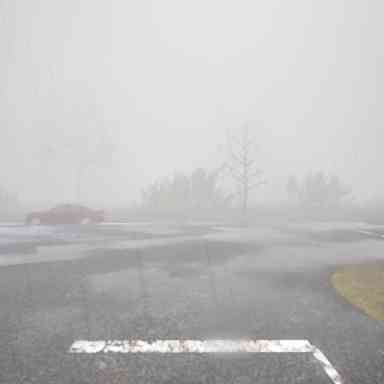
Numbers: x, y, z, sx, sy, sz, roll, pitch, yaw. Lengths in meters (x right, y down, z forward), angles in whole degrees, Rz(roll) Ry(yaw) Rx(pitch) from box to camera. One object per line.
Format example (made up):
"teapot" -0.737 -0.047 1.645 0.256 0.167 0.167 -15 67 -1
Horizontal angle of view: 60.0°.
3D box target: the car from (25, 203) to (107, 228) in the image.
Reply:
"car" -8.133 1.472 21.635 5.008 1.535 1.882 0 0 -2
